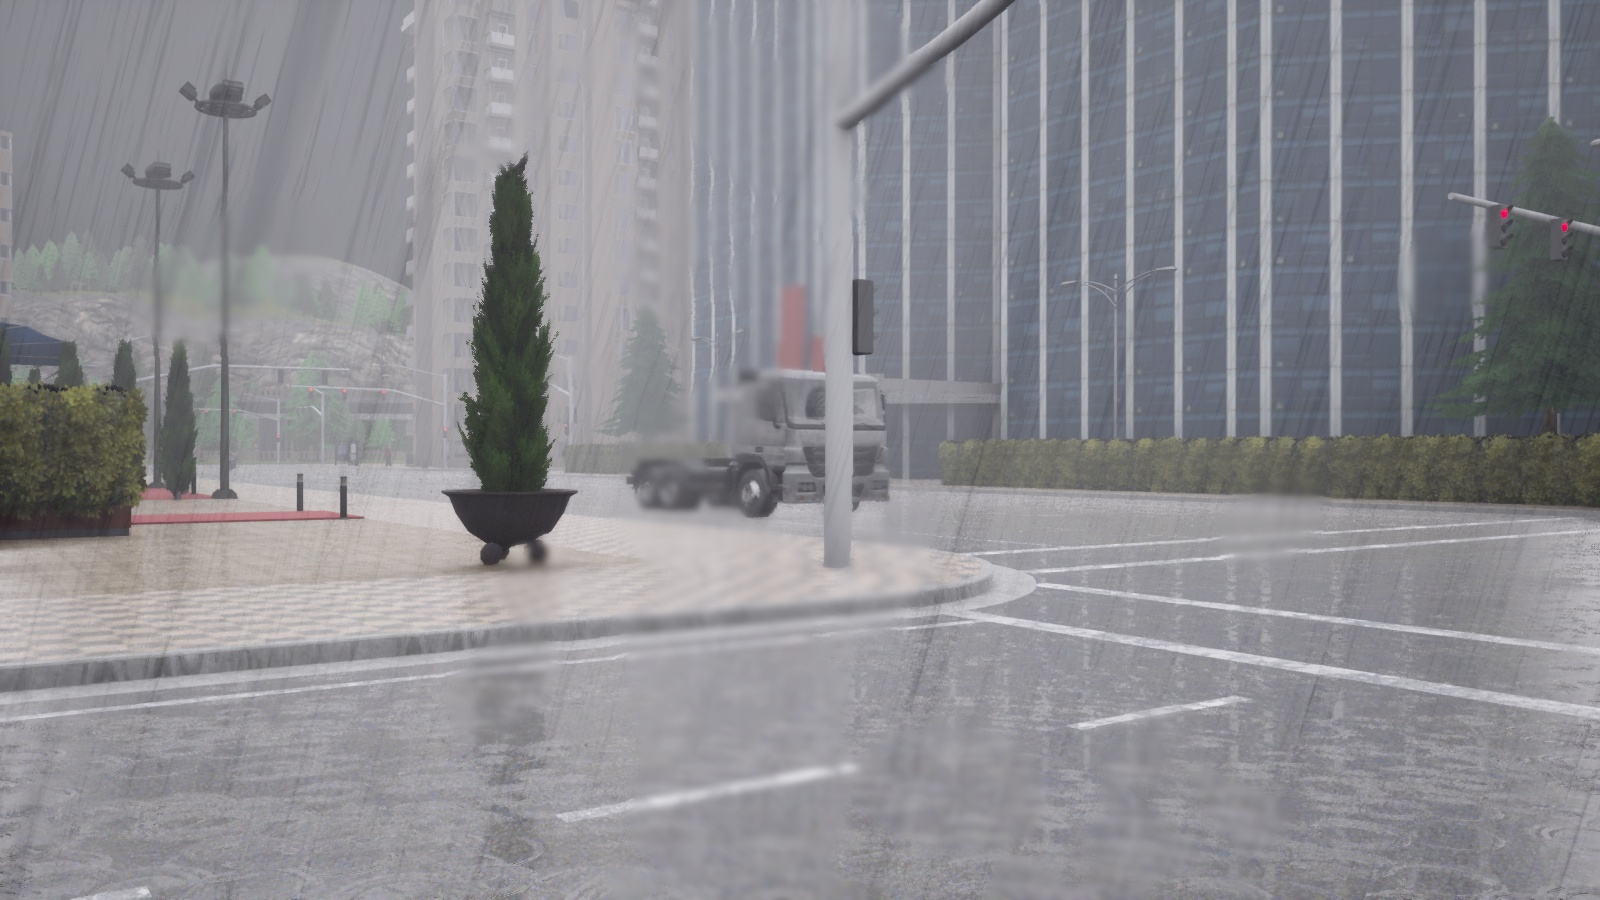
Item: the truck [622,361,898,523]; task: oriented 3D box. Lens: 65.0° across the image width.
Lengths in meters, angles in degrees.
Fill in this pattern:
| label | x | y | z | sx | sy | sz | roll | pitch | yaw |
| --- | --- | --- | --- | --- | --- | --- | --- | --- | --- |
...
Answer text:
| label | x | y | z | sx | sy | sz | roll | pitch | yaw |
| --- | --- | --- | --- | --- | --- | --- | --- | --- | --- |
| truck | -1.243 | -0.159 | 30.902 | 2.891 | 3.462 | 7.936 | 0 | 0 | -35 |
